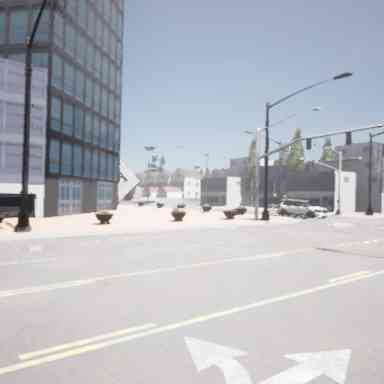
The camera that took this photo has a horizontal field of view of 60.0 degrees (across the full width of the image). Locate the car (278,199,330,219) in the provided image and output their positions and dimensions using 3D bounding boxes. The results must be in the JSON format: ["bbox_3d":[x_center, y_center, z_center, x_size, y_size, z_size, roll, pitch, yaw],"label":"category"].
[{"bbox_3d":[11.733,1.852,35.317,2.150,2.045,5.566,2,0,-35],"label":"car"}]
